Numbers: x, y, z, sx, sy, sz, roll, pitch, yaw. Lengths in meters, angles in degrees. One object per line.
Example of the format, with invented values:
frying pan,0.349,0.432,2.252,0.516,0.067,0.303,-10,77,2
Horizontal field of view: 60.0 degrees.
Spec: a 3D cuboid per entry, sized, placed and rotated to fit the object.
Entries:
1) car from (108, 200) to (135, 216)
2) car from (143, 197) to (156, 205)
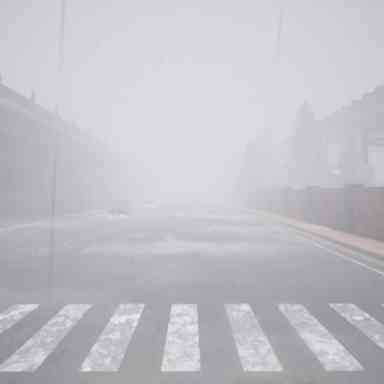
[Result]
car,-6.980,1.559,33.364,2.033,1.411,5.357,0,0,-1
car,-7.491,1.580,58.852,1.994,1.385,4.181,0,0,-1
